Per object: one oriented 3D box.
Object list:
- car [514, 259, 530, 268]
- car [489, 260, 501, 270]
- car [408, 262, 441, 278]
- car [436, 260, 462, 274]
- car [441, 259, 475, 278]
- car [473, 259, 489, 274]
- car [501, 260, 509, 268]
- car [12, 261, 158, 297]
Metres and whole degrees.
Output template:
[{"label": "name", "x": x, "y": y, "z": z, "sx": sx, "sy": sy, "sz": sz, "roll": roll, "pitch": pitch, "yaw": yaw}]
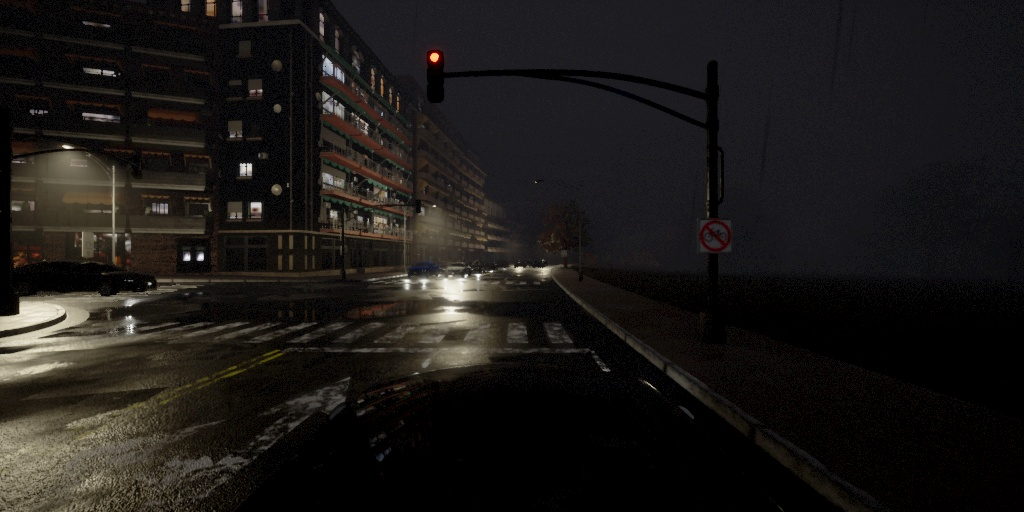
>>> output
[{"label": "car", "x": 1.528, "y": 1.489, "z": 64.987, "sx": 2.033, "sy": 1.411, "sz": 5.357, "roll": 0, "pitch": 0, "yaw": 9}, {"label": "car", "x": -3.318, "y": 1.449, "z": 53.916, "sx": 1.994, "sy": 1.385, "sz": 4.181, "roll": 0, "pitch": 0, "yaw": 8}, {"label": "car", "x": -8.515, "y": 1.287, "z": 34.818, "sx": 1.882, "sy": 1.535, "sz": 5.008, "roll": 0, "pitch": 0, "yaw": 4}, {"label": "car", "x": -7.667, "y": 1.323, "z": 44.350, "sx": 1.882, "sy": 1.535, "sz": 5.008, "roll": 0, "pitch": 0, "yaw": 6}, {"label": "car", "x": -5.230, "y": 1.336, "z": 35.142, "sx": 1.812, "sy": 1.442, "sz": 4.674, "roll": 0, "pitch": 0, "yaw": 5}, {"label": "car", "x": -4.437, "y": 1.350, "z": 43.995, "sx": 1.837, "sy": 1.490, "sz": 4.892, "roll": 0, "pitch": 0, "yaw": 6}, {"label": "car", "x": -1.774, "y": 1.417, "z": 65.066, "sx": 1.882, "sy": 1.535, "sz": 5.008, "roll": 0, "pitch": 0, "yaw": 9}, {"label": "car", "x": -18.872, "y": 0.972, "z": 15.866, "sx": 4.892, "sy": 1.490, "sz": 1.837, "roll": 1, "pitch": -1, "yaw": -11}]
